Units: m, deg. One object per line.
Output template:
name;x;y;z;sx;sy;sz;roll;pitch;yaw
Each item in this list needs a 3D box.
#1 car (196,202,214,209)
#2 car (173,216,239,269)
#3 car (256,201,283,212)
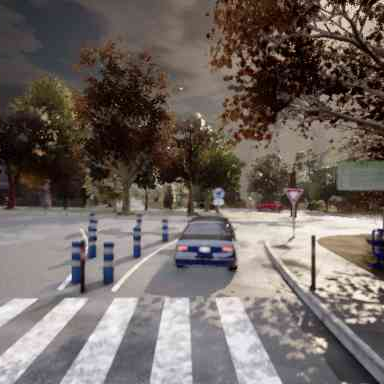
car;3.314;3.024;78.021;2.097;1.767;4.553;0;-1;-26
car;0.595;1.530;11.152;2.033;1.411;5.357;0;0;6
car;15.515;2.872;66.549;2.150;2.045;5.566;0;-1;-41
